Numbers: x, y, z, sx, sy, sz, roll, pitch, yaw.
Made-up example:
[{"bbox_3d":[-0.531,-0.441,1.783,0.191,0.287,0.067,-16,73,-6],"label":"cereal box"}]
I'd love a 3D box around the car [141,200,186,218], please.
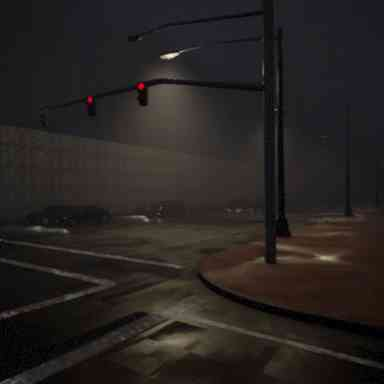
[{"bbox_3d":[-2.576,1.634,33.524,2.097,1.767,4.553,-1,-1,36],"label":"car"}]

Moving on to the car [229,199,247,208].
[{"bbox_3d":[7.871,1.801,53.956,1.882,1.535,5.008,-1,-1,36],"label":"car"}]

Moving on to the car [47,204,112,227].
[{"bbox_3d":[-8.282,1.805,25.582,1.812,1.442,4.674,-1,-1,36],"label":"car"}]

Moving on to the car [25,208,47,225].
[{"bbox_3d":[-11.159,1.802,27.546,1.882,1.535,5.008,-1,-1,35],"label":"car"}]

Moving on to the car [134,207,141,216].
[{"bbox_3d":[-4.444,1.889,36.929,1.994,1.385,4.181,-1,-1,36],"label":"car"}]

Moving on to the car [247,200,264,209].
[{"bbox_3d":[10.873,1.879,52.128,1.895,1.301,4.718,-1,-1,36],"label":"car"}]
